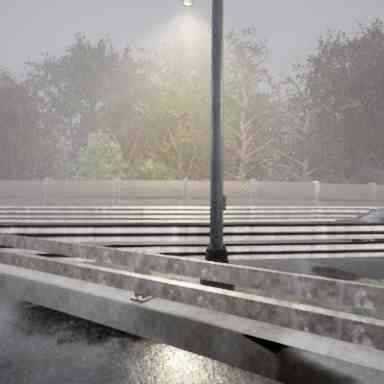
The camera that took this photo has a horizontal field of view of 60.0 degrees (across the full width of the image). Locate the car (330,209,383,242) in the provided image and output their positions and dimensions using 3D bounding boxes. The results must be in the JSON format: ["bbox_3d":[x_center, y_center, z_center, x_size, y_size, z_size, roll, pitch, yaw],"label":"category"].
[{"bbox_3d":[8.520,1.475,14.534,5.008,1.535,1.882,0,0,-9],"label":"car"}]
